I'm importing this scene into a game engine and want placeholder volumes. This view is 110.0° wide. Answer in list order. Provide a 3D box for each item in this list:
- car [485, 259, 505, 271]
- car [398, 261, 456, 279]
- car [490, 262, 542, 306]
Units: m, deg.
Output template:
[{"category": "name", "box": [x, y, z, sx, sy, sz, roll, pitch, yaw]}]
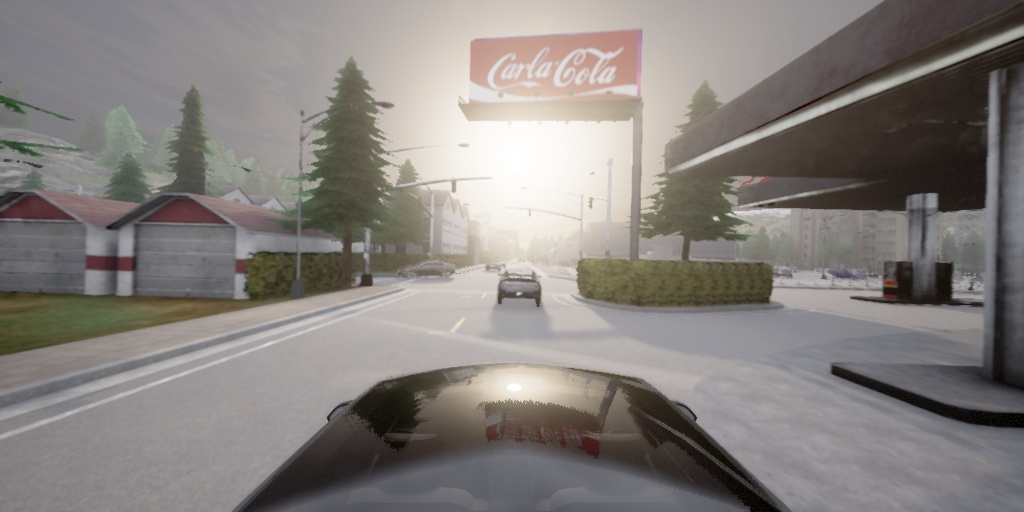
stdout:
[{"category": "car", "box": [-2.434, 1.191, 47.949, 2.128, 1.511, 4.902, 1, 0, 2]}, {"category": "car", "box": [-7.295, 1.159, 30.986, 4.902, 1.511, 2.128, -1, 1, -25]}, {"category": "car", "box": [0.346, 1.268, 16.357, 2.128, 1.511, 4.902, 2, 0, 1]}]
